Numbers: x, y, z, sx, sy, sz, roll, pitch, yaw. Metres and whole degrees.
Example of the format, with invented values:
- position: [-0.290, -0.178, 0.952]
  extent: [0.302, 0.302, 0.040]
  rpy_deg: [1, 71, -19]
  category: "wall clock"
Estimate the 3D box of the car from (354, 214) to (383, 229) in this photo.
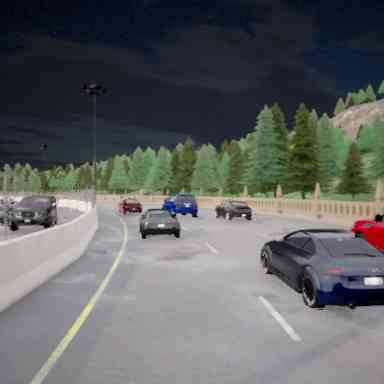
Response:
- position: [6.531, 1.196, 8.886]
  extent: [2.150, 2.045, 5.566]
  rpy_deg: [0, 0, -5]
  category: "car"

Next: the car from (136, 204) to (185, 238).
- position: [-1.823, 1.572, 17.874]
  extent: [1.994, 1.385, 4.181]
  rpy_deg: [0, 0, -10]
  category: "car"

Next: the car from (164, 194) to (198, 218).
- position: [-1.133, 1.228, 29.924]
  extent: [2.150, 2.045, 5.566]
  rpy_deg: [0, 0, -17]
  category: "car"

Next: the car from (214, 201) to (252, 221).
- position: [3.256, 1.493, 27.116]
  extent: [1.837, 1.490, 4.892]
  rpy_deg: [0, 0, -15]
  category: "car"

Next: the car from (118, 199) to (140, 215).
- position: [-6.543, 1.505, 34.916]
  extent: [1.882, 1.535, 5.008]
  rpy_deg: [0, 0, -20]
  category: "car"

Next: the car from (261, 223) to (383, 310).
- position: [3.062, 1.552, 7.895]
  extent: [1.994, 1.385, 4.181]
  rpy_deg: [0, 0, -5]
  category: "car"
